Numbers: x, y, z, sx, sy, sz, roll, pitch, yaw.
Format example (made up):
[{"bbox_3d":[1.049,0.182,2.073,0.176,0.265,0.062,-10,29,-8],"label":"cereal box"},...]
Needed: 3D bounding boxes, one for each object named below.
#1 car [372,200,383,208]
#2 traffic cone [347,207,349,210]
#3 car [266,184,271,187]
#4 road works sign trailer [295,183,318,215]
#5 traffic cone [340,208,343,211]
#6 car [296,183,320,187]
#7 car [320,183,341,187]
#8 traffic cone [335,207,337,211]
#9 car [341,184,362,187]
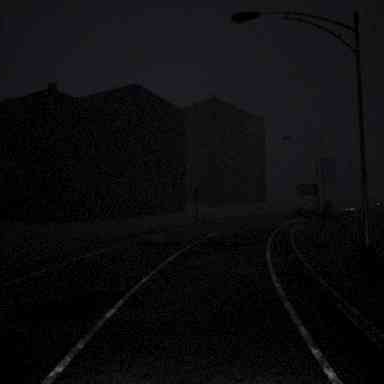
[{"bbox_3d":[33.195,2.060,57.382,4.892,1.490,1.837,-1,-5,-24],"label":"car"},{"bbox_3d":[22.801,2.384,48.562,0.340,0.580,0.340,0,-5,-44],"label":"traffic cone"},{"bbox_3d":[17.653,-1.556,82.707,4.553,1.767,2.185,0,-5,-4],"label":"car"},{"bbox_3d":[13.723,0.832,39.383,2.380,3.560,2.880,-4,-3,41],"label":"road works sign trailer"},{"bbox_3d":[22.105,2.460,49.274,0.340,0.580,0.340,1,-5,-44],"label":"traffic cone"},{"bbox_3d":[28.568,-1.458,83.476,4.892,1.521,2.231,0,-5,-4],"label":"car"},{"bbox_3d":[34.073,-1.459,83.877,4.892,1.521,2.231,0,-5,-4],"label":"car"},{"bbox_3d":[20.675,2.443,47.877,0.340,0.580,0.340,1,-5,-44],"label":"traffic cone"},{"bbox_3d":[39.598,-1.392,84.378,4.674,1.452,2.002,0,-5,-5],"label":"car"}]
